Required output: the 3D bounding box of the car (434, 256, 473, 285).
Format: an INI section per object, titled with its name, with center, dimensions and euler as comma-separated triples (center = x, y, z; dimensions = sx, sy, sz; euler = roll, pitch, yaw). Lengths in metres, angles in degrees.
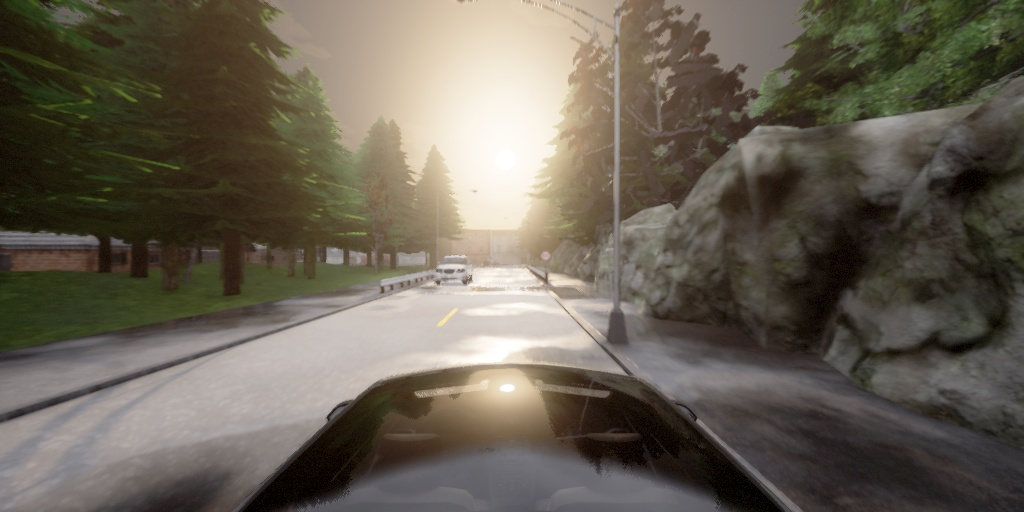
[car]
center = -4.112, 0.977, 26.161
dimensions = 2.150, 2.045, 5.566
euler = 0, 0, 0
